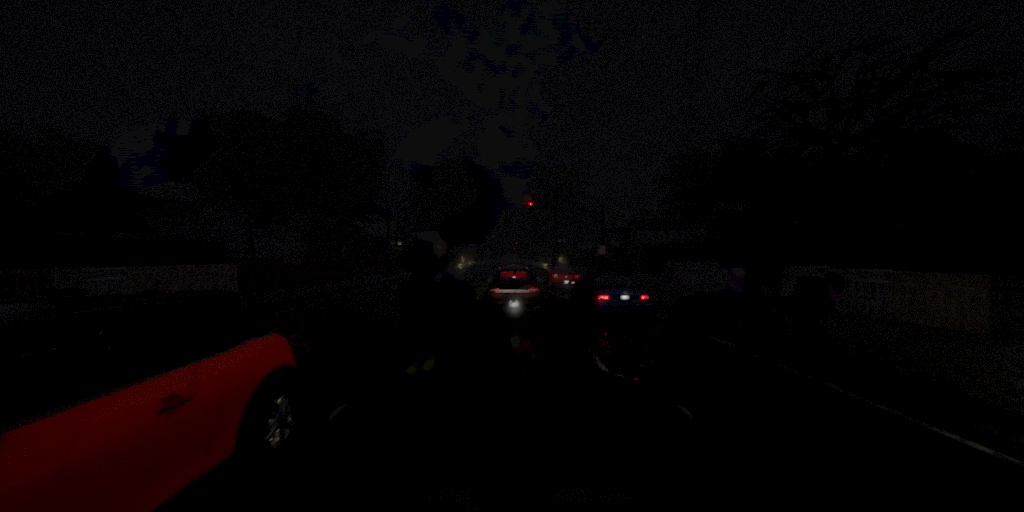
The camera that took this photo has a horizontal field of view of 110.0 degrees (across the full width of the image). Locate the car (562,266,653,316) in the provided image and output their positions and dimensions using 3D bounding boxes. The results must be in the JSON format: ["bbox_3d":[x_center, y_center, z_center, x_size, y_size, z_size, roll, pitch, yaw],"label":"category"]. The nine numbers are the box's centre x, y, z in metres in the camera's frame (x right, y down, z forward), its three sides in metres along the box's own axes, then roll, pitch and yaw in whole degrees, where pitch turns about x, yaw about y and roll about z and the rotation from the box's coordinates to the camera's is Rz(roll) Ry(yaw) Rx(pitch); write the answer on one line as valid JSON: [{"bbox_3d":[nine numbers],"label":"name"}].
[{"bbox_3d":[3.353,1.272,13.150,2.033,1.411,5.357,0,0,0],"label":"car"}]

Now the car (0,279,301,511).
[{"bbox_3d":[-3.329,1.102,1.947,2.097,1.767,4.553,0,0,0],"label":"car"}]

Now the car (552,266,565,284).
[{"bbox_3d":[3.340,1.301,24.016,1.895,1.301,4.718,0,0,0],"label":"car"}]

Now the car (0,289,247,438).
[{"bbox_3d":[-6.564,1.344,5.234,1.895,1.301,4.718,0,0,0],"label":"car"}]

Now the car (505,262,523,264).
[{"bbox_3d":[0.104,1.177,24.279,1.882,1.535,5.008,0,0,0],"label":"car"}]

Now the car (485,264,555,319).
[{"bbox_3d":[0.101,1.216,12.682,2.128,1.511,4.902,0,0,0],"label":"car"}]
